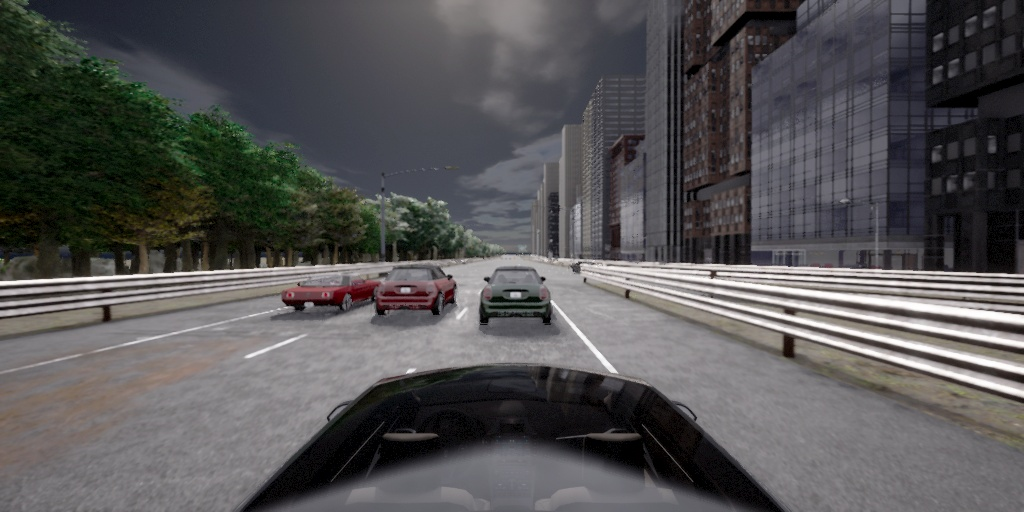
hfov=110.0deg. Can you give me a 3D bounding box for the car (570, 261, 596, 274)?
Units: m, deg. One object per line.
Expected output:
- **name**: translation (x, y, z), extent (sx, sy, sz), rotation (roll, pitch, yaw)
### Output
- **car**: translation (8.309, 1.350, 41.827), extent (1.837, 1.490, 4.892), rotation (0, 0, -12)

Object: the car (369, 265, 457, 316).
- **car**: translation (-3.395, 1.115, 13.582), extent (2.097, 1.767, 4.553), rotation (0, 0, 0)

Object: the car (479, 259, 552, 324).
- **car**: translation (0.103, 1.113, 12.148), extent (2.097, 1.767, 4.553), rotation (0, 0, 0)

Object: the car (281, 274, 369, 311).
- **car**: translation (-6.902, 1.365, 14.421), extent (1.895, 1.301, 4.718), rotation (0, 0, 0)
